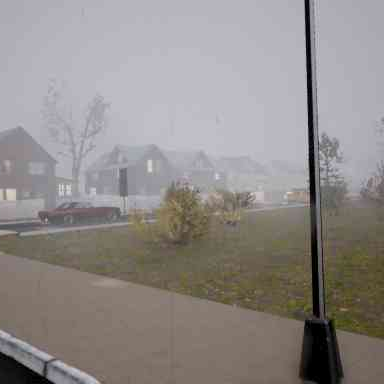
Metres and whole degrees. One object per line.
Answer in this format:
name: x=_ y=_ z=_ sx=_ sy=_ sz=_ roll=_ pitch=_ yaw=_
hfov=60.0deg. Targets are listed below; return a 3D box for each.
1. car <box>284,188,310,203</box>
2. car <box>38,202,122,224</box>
car: x=13.946 y=0.594 z=42.269 sx=1.882 sy=1.535 sz=5.008 roll=-2 pitch=-1 yaw=44
car: x=-6.726 y=1.253 z=20.442 sx=1.895 sy=1.301 sz=4.718 roll=-2 pitch=-1 yaw=43
